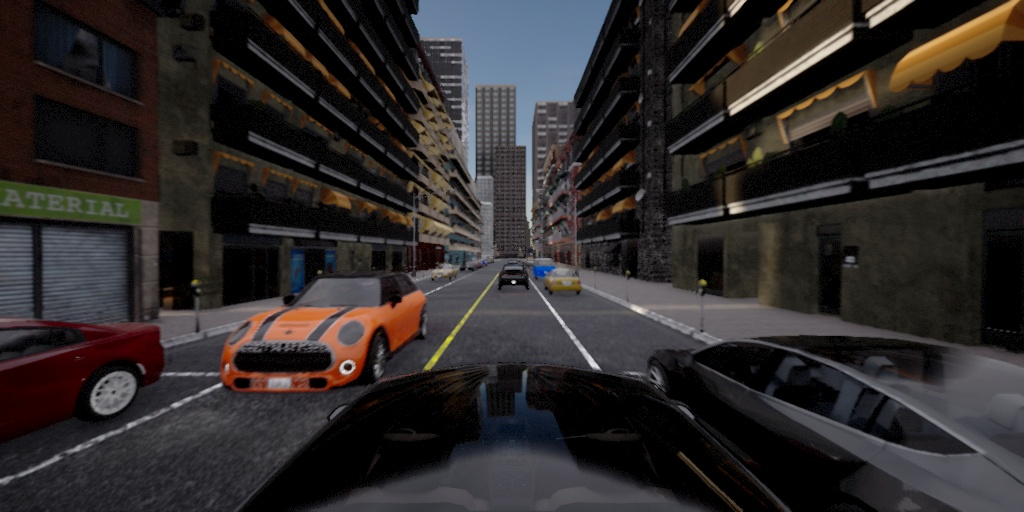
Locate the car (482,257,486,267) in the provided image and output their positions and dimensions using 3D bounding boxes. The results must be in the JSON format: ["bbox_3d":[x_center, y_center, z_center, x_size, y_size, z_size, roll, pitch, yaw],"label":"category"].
[{"bbox_3d":[-5.690,1.305,58.328,1.888,1.381,4.507,0,0,0],"label":"car"}]

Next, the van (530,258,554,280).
[{"bbox_3d":[2.690,1.092,30.698,1.690,1.789,3.998,0,0,0],"label":"van"}]

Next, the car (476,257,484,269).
[{"bbox_3d":[-5.690,1.303,52.804,1.888,1.381,4.507,0,0,0],"label":"car"}]

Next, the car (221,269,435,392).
[{"bbox_3d":[-3.094,1.103,7.000,2.097,1.767,4.553,0,0,0],"label":"car"}]

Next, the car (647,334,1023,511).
[{"bbox_3d":[2.689,1.315,3.080,1.948,1.339,4.313,0,0,0],"label":"car"}]

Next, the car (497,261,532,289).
[{"bbox_3d":[0.098,1.254,23.073,1.837,1.490,4.892,0,0,0],"label":"car"}]

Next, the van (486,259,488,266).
[{"bbox_3d":[-5.690,1.103,63.851,1.690,1.789,3.998,0,0,0],"label":"van"}]

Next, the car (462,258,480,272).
[{"bbox_3d":[-5.690,1.322,47.280,1.948,1.339,4.313,0,0,0],"label":"car"}]

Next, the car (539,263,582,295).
[{"bbox_3d":[2.690,1.275,19.820,1.751,1.417,4.829,0,0,0],"label":"car"}]

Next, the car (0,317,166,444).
[{"bbox_3d":[-5.692,1.296,3.093,1.888,1.381,4.507,0,0,0],"label":"car"}]

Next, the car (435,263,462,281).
[{"bbox_3d":[-5.691,1.277,30.540,1.751,1.417,4.829,0,0,0],"label":"car"}]

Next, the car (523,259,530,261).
[{"bbox_3d":[2.691,1.308,52.790,2.007,1.370,4.403,0,0,0],"label":"car"}]

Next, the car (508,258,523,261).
[{"bbox_3d":[0.102,1.261,47.809,1.837,1.490,4.892,0,0,0],"label":"car"}]
